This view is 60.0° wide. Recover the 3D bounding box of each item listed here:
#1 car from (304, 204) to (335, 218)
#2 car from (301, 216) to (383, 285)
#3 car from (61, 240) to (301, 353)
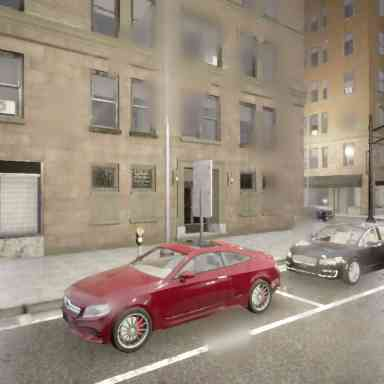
[{"bbox_3d":[8.261,1.516,25.181,1.895,1.301,4.718,0,0,-35],"label":"car"},{"bbox_3d":[4.486,1.550,9.367,4.403,1.369,2.008,0,0,-35],"label":"car"},{"bbox_3d":[-0.145,1.582,6.076,4.206,1.307,1.802,0,0,-35],"label":"car"}]
